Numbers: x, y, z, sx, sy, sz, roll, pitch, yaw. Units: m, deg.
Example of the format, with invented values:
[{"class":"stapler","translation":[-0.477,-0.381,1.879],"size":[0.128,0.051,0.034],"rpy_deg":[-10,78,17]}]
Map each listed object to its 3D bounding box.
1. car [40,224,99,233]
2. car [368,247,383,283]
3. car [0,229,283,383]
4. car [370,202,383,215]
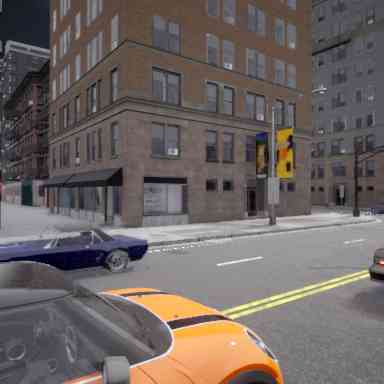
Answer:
[{"class":"car","translation":[-3.667,1.601,9.069],"size":[4.718,1.301,1.895],"rpy_deg":[0,0,-37]},{"class":"car","translation":[6.433,1.547,8.230],"size":[5.357,1.411,2.033],"rpy_deg":[0,0,-37]},{"class":"car","translation":[-1.369,1.352,2.427],"size":[4.553,1.767,2.097],"rpy_deg":[0,0,-37]},{"class":"car","translation":[19.188,1.556,31.326],"size":[1.994,1.385,4.181],"rpy_deg":[0,0,-36]}]
